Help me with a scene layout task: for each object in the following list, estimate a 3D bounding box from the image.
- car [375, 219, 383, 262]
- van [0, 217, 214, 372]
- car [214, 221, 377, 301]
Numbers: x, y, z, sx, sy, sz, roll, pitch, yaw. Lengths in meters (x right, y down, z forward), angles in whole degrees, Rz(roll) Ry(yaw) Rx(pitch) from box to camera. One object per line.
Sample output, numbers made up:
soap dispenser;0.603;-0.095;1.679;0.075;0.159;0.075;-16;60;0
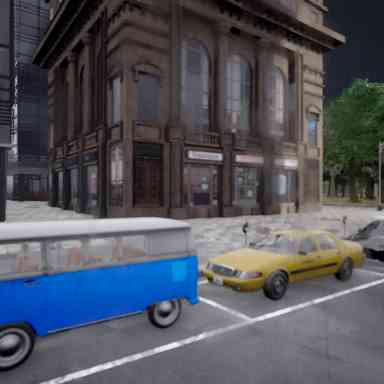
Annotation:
car;7.085;1.635;11.686;4.313;1.339;1.947;0;0;-35
van;-1.775;1.350;5.383;3.998;1.788;1.690;0;0;-35
car;2.516;1.563;8.436;4.829;1.417;1.752;0;0;-35
